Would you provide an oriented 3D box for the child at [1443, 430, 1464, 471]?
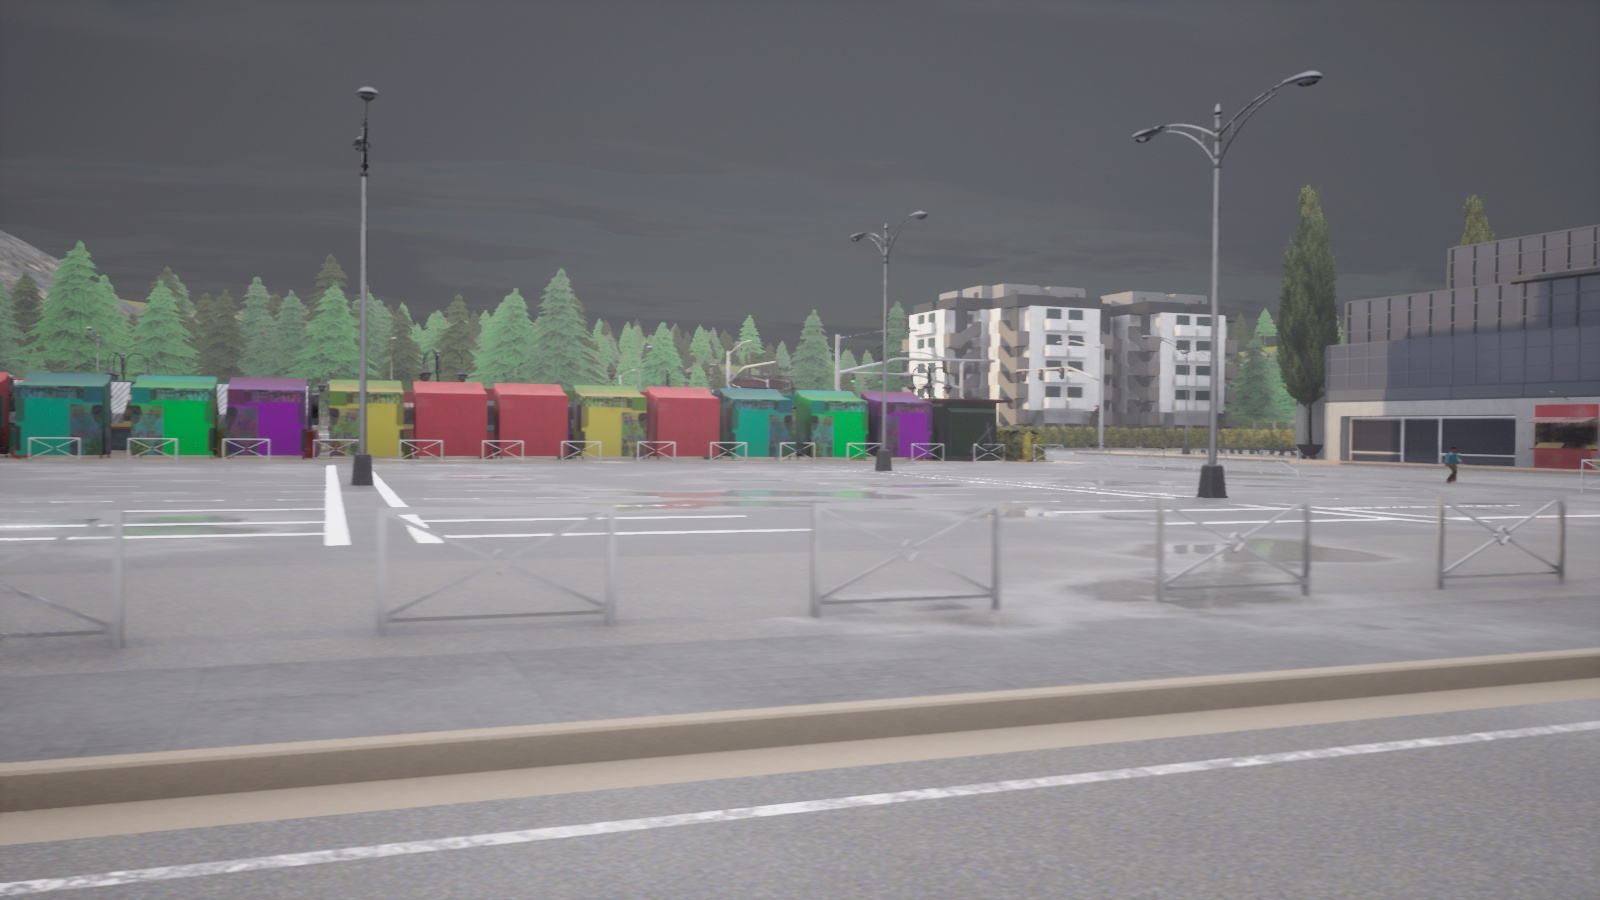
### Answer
[{"bbox_3d":[19.462,0.018,37.395,0.343,1.192,0.448,-1,1,-19],"label":"child"}]
